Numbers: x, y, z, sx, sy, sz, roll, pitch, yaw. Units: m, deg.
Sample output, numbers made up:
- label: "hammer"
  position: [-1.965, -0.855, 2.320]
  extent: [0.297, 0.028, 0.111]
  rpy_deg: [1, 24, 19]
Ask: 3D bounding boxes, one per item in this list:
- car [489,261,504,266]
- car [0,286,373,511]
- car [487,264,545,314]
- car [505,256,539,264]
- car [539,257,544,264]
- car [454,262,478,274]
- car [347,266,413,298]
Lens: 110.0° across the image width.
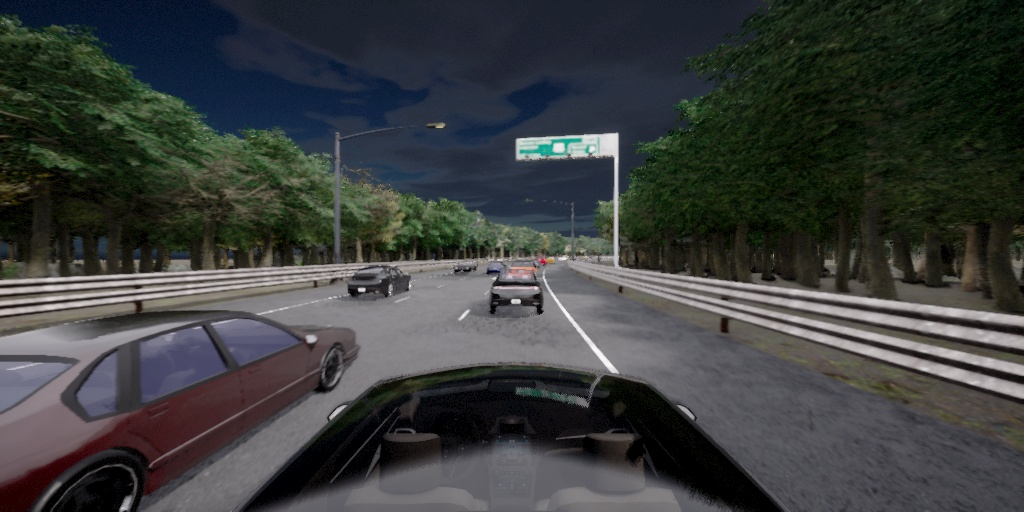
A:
- label: "car"
  position: [-1.621, 1.299, 40.652]
  extent: [1.994, 1.385, 4.181]
  rpy_deg: [0, 0, 5]
- label: "car"
  position: [-3.568, 1.289, 3.672]
  extent: [2.033, 1.411, 5.357]
  rpy_deg: [0, 0, 1]
- label: "car"
  position: [0.201, 1.242, 13.908]
  extent: [2.128, 1.511, 4.902]
  rpy_deg: [0, 0, 2]
- label: "car"
  position: [0.789, 1.100, 27.012]
  extent: [2.097, 1.767, 4.553]
  rpy_deg: [0, 0, 3]
- label: "car"
  position: [3.496, 1.284, 56.211]
  extent: [2.033, 1.411, 5.357]
  rpy_deg: [0, 0, 7]
- label: "car"
  position: [-5.194, 1.330, 41.051]
  extent: [1.895, 1.301, 4.718]
  rpy_deg: [0, 0, 5]
- label: "car"
  position: [-6.567, 1.241, 18.328]
  extent: [1.837, 1.490, 4.892]
  rpy_deg: [0, 0, 2]
